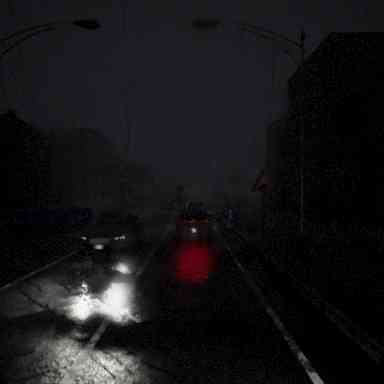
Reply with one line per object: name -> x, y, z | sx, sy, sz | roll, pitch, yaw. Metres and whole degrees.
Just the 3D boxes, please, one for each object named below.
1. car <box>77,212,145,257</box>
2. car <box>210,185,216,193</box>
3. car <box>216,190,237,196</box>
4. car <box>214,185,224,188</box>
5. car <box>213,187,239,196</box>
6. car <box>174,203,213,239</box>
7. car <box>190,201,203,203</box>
car -> -3.065, 1.573, 13.453 | 2.128, 1.511, 4.902 | 0, 0, 0
car -> 8.144, -0.311, 83.957 | 5.566, 2.045, 2.435 | 0, 2, -1
car -> 8.182, 0.205, 78.462 | 4.674, 1.452, 2.002 | 0, 2, -1
car -> 8.115, -0.075, 81.208 | 4.553, 1.767, 2.185 | 0, 2, -1
car -> 8.024, 0.279, 75.703 | 5.366, 1.575, 1.946 | 0, 2, -1
car -> 0.100, 1.599, 18.166 | 1.837, 1.490, 4.892 | 0, 0, 0
car -> 0.429, 1.584, 33.363 | 1.994, 1.385, 4.181 | 0, 1, 3
